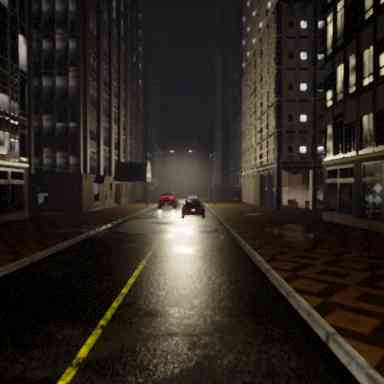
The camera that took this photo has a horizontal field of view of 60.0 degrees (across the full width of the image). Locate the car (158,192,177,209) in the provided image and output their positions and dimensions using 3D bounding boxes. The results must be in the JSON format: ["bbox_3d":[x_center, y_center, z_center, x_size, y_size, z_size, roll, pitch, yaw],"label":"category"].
[{"bbox_3d":[-3.010,1.019,41.955,2.150,2.045,5.566,0,0,0],"label":"car"}]

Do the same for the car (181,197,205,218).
[{"bbox_3d":[0.099,1.417,28.772,1.994,1.385,4.181,0,0,0],"label":"car"}]
